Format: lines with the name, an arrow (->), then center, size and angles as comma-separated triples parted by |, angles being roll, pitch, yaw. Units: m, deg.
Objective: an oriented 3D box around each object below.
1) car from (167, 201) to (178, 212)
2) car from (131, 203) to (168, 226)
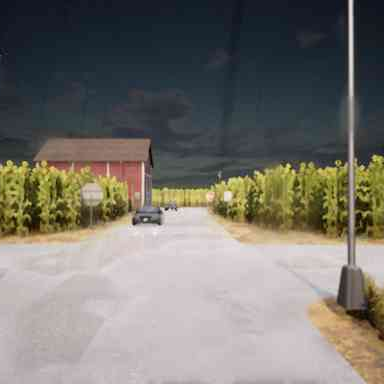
car -> -3.060, 2.083, 49.212 | 2.033, 1.411, 5.357 | 0, -1, 0
car -> -3.092, 1.685, 24.096 | 1.994, 1.385, 4.181 | 0, -1, 0
